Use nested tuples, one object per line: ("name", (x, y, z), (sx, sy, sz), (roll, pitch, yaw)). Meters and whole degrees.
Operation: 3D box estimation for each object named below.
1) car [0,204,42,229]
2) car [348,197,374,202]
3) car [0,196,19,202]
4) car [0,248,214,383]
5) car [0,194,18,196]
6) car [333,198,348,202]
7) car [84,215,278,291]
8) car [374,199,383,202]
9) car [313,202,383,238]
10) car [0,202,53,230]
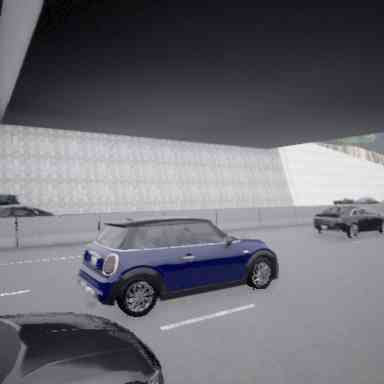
("car", (-11.946, 1.558, 21.085), (4.181, 1.385, 1.994), (0, 0, -33))
("car", (26.082, 1.473, 50.042), (4.674, 1.442, 1.812), (0, 0, -33))
("car", (-14.820, 1.347, 23.387), (4.553, 1.767, 2.097), (0, 0, -33))
("car", (-2.475, 1.491, 1.949), (4.902, 1.511, 2.128), (0, 0, -33))
("car", (-16.618, 1.215, 26.394), (5.566, 2.045, 2.150), (0, 0, -33))
("car", (24.600, 1.547, 53.250), (4.718, 1.301, 1.895), (0, 0, -33))
("car", (-0.145, 1.348, 7.652), (4.553, 1.767, 2.097), (0, 0, -33))
("car", (28.406, 1.474, 47.376), (4.674, 1.442, 1.812), (0, 0, -33))
("car", (8.426, 1.474, 17.431), (4.902, 1.511, 2.128), (0, 0, -33))
("car", (-10.091, 1.500, 18.116), (4.892, 1.490, 1.837), (0, 0, -33))
